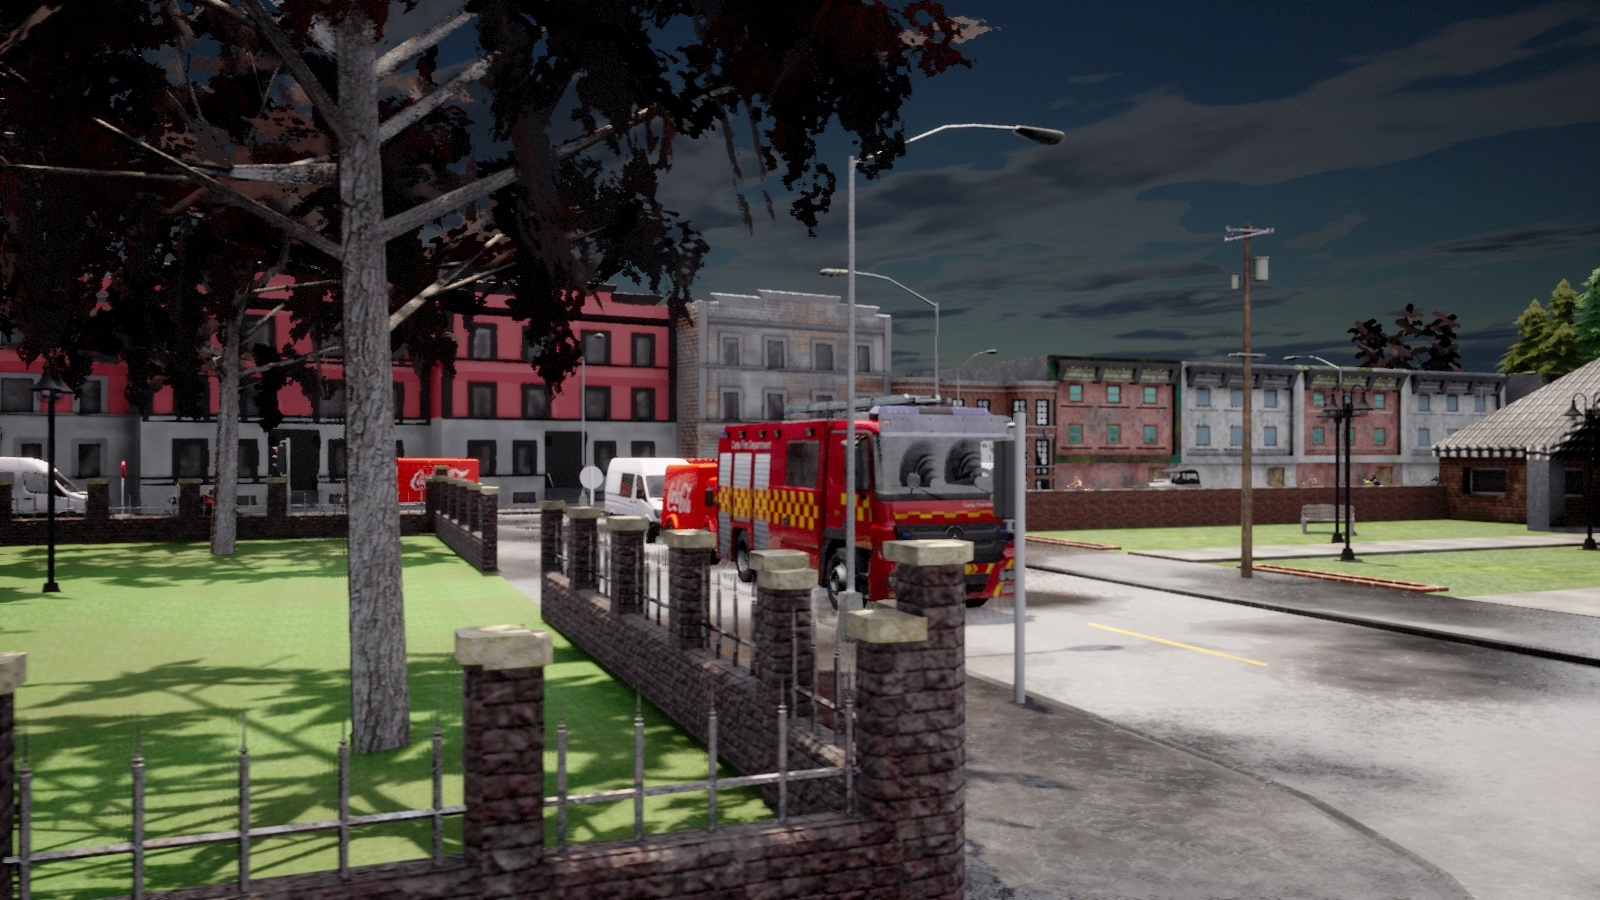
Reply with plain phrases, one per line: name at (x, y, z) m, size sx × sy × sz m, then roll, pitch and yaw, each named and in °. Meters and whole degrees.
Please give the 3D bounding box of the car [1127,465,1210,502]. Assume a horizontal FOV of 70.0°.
car at (19.543, 1.730, 60.636) m, size 3.866 × 1.878 × 1.905 m, roll 0°, pitch 0°, yaw -22°

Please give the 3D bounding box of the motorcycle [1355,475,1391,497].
motorcycle at (33.151, 2.088, 66.078) m, size 1.805 × 1.236 × 0.856 m, roll 0°, pitch 0°, yaw -22°

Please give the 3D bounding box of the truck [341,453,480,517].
truck at (-15.816, 1.356, 46.399) m, size 5.204 × 2.467 × 2.627 m, roll 0°, pitch 0°, yaw -22°

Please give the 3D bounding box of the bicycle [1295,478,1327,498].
bicycle at (28.751, 2.152, 64.317) m, size 1.487 × 1.080 × 0.859 m, roll 0°, pitch 0°, yaw -22°

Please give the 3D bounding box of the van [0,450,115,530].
van at (-26.299, 1.294, 37.878) m, size 5.915 × 2.561 × 1.988 m, roll 0°, pitch 0°, yaw -22°

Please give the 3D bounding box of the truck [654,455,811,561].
truck at (-1.887, 1.371, 29.760) m, size 2.627 × 2.467 × 5.204 m, roll 0°, pitch 0°, yaw -21°

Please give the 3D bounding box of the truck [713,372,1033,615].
truck at (0.962, 0.693, 22.491) m, size 2.891 × 3.827 × 8.468 m, roll 0°, pitch 0°, yaw -22°

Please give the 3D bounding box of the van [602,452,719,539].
van at (-4.597, 1.337, 36.691) m, size 1.988 × 2.561 × 5.915 m, roll 0°, pitch 0°, yaw -25°
